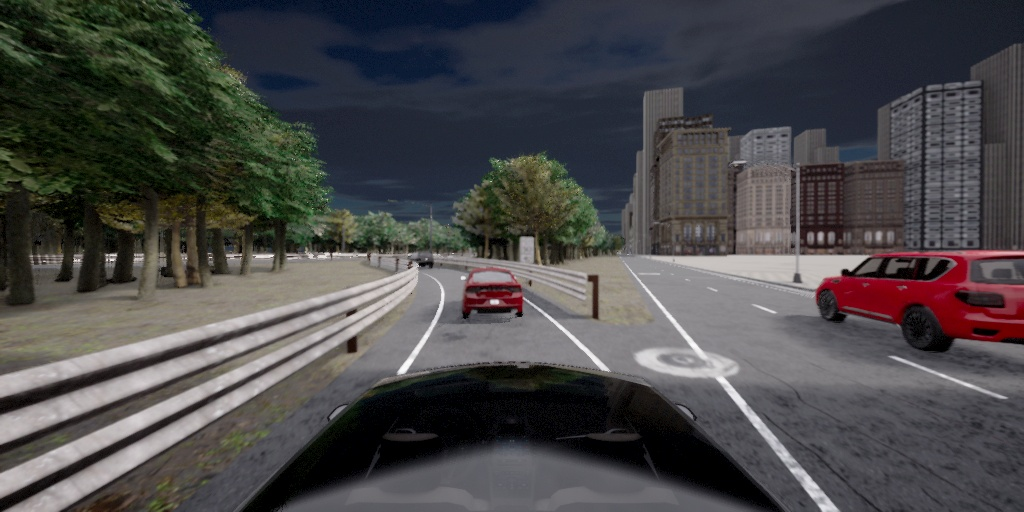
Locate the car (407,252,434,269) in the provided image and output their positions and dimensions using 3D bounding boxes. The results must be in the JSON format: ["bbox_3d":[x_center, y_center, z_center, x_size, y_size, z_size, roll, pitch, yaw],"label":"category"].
[{"bbox_3d":[-11.218,0.464,43.795,2.150,2.045,5.566,0,1,-30],"label":"car"}]

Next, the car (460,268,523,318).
[{"bbox_3d":[-0.800,1.148,12.769,1.882,1.535,5.008,0,1,-7],"label":"car"}]

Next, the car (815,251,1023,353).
[{"bbox_3d":[9.704,0.906,8.470,2.150,2.045,5.566,0,0,16],"label":"car"}]
